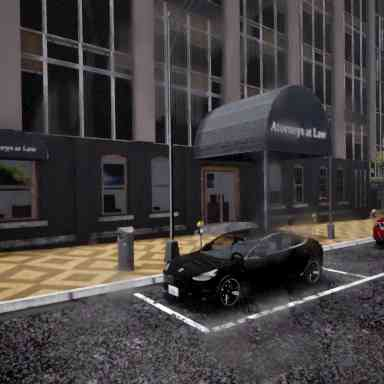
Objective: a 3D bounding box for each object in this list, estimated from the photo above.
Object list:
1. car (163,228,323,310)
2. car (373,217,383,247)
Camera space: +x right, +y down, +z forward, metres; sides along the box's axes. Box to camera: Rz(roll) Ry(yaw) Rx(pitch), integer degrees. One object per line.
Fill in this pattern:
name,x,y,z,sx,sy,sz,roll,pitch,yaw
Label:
car,1.370,1.564,7.847,4.313,1.339,1.947,0,-1,-37
car,9.642,1.310,14.054,5.009,1.841,2.192,0,-1,-37
